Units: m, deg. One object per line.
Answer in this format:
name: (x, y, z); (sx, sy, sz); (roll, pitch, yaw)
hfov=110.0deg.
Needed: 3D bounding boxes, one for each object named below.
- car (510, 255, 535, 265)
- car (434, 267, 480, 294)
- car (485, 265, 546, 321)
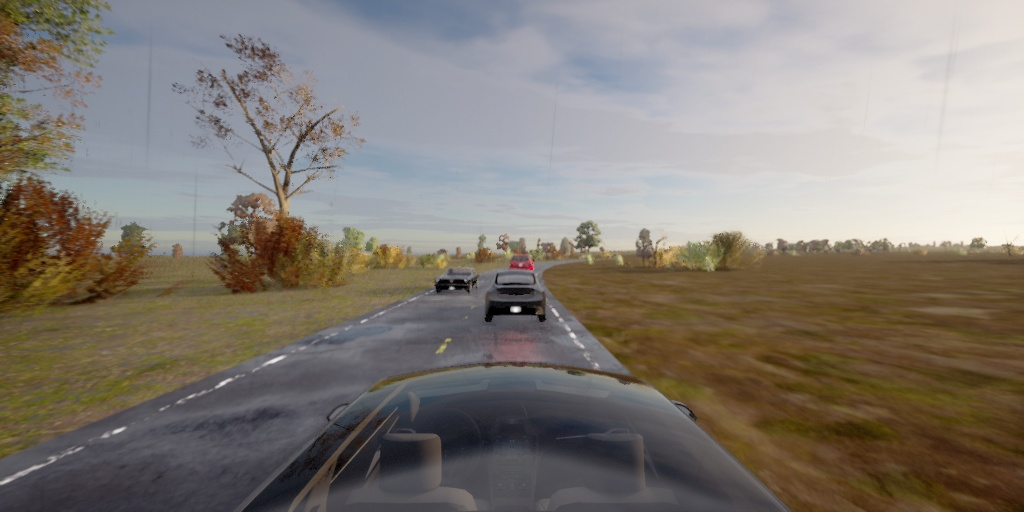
car: (0.973, 0.885, 34.237); (2.150, 2.045, 5.566); (0, 0, 5)
car: (-2.967, 1.301, 20.071); (1.895, 1.301, 4.718); (0, 0, 1)
car: (0.113, 1.227, 12.376); (1.837, 1.490, 4.892); (0, 0, 0)
